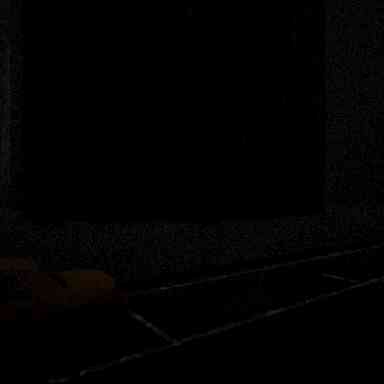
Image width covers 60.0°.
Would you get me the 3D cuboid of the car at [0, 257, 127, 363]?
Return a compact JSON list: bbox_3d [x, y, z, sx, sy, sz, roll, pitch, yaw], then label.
[{"bbox_3d":[-3.288,1.526,4.304,4.829,1.417,1.752,0,0,-35],"label":"car"}]
